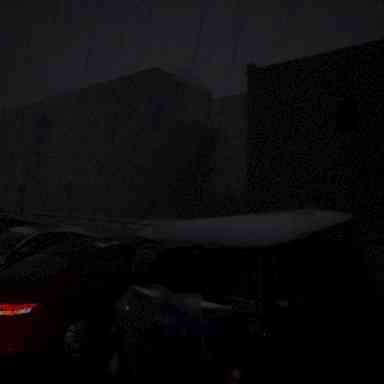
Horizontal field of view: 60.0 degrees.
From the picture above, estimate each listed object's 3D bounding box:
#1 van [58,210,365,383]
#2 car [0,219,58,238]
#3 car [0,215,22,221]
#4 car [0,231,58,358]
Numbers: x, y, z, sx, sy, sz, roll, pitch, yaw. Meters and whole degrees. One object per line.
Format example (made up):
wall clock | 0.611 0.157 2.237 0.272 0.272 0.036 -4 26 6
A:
van | 0.887 1.267 4.217 1.878 1.987 4.442 0 0 35
car | -3.758 1.520 7.677 2.002 1.452 4.674 1 0 35
car | -6.057 1.459 9.320 2.097 1.535 5.008 1 0 35
car | -1.454 1.537 6.027 2.002 1.452 4.674 1 0 35
